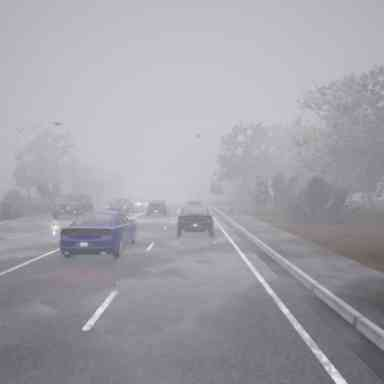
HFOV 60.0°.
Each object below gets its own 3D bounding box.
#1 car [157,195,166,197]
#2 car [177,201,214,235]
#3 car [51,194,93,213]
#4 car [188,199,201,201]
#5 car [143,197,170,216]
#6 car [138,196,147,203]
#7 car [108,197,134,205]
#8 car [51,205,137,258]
[{"bbox_3d":[-6.712,1.336,73.806,2.128,1.511,4.902,0,0,0],"label":"car"},{"bbox_3d":[0.167,1.474,18.755,1.882,1.535,5.008,0,0,0],"label":"car"},{"bbox_3d":[-10.484,1.209,29.694,2.150,2.045,5.566,0,0,0],"label":"car"},{"bbox_3d":[0.241,1.483,36.847,2.128,1.511,4.902,0,0,0],"label":"car"},{"bbox_3d":[-3.275,1.496,32.667,1.837,1.490,4.892,0,0,0],"label":"car"},{"bbox_3d":[-10.226,1.568,70.339,1.895,1.301,4.718,0,0,0],"label":"car"},{"bbox_3d":[-6.971,1.341,32.505,2.097,1.767,4.553,0,0,0],"label":"car"},{"bbox_3d":[-3.365,1.473,12.804,1.882,1.535,5.008,0,0,0],"label":"car"}]
